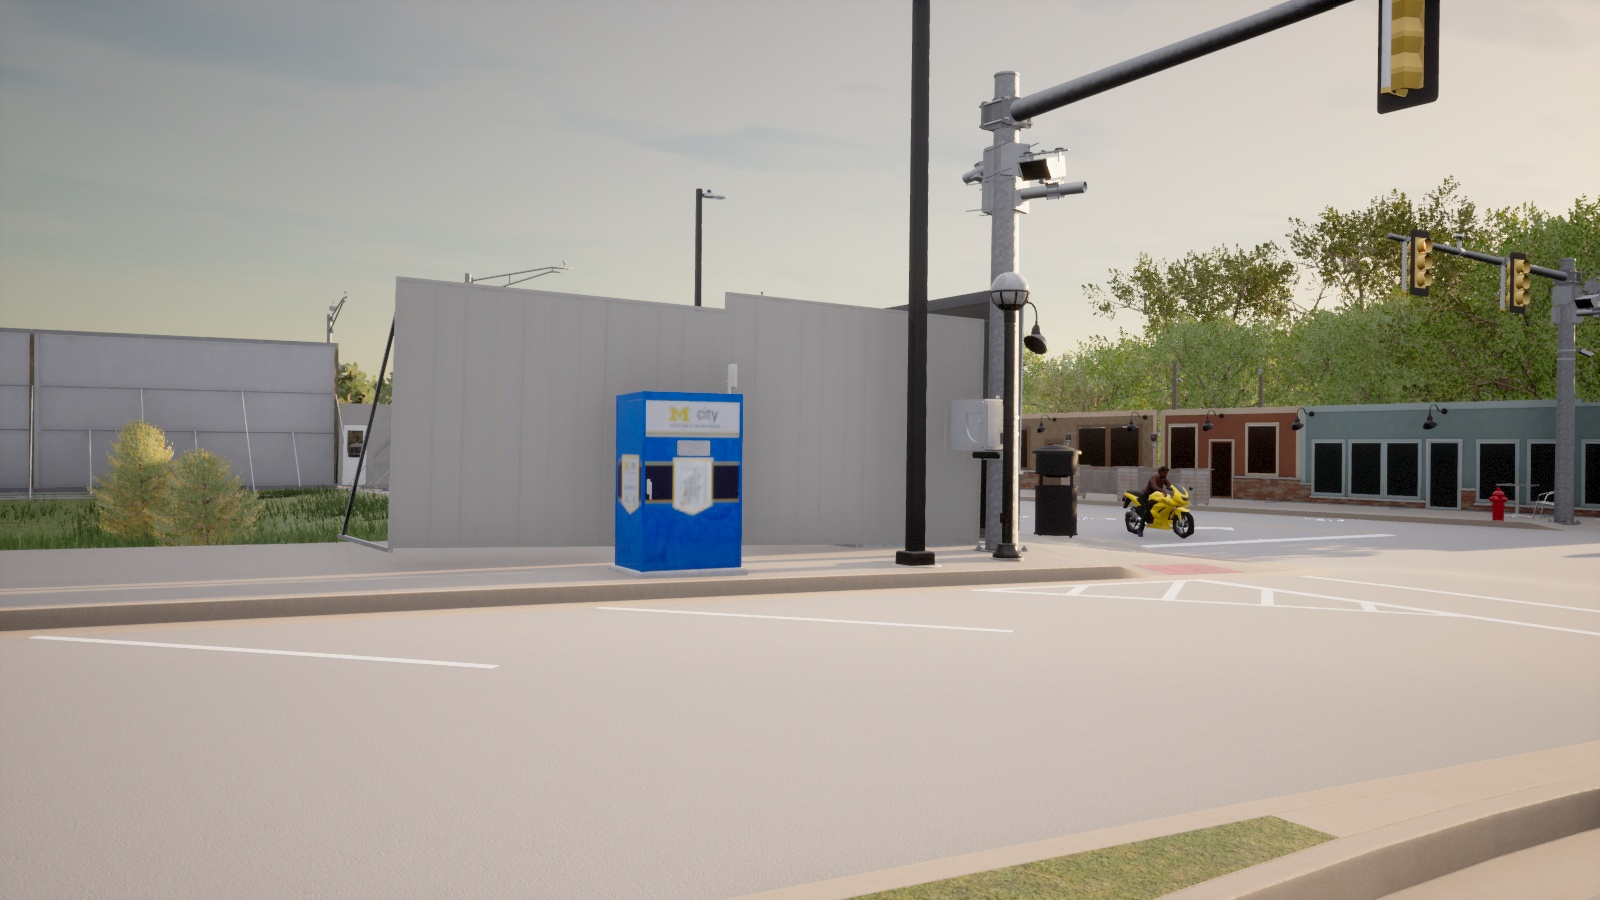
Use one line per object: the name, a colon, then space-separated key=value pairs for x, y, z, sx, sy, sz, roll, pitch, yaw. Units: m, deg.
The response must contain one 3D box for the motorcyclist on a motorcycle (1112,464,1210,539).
motorcyclist on a motorcycle: x=7.667 y=1.065 z=26.779 sx=0.797 sy=1.523 sz=2.044 roll=0 pitch=0 yaw=-29
